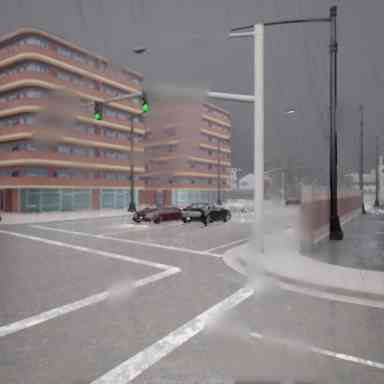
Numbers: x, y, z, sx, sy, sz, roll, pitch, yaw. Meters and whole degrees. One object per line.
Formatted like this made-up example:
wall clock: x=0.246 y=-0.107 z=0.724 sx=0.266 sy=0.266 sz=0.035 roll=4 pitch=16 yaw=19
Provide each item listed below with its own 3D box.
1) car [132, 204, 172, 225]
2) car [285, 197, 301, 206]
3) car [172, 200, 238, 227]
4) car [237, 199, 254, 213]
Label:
car: x=-2.456 y=1.575 z=24.547 sx=1.994 sy=1.385 sz=4.181 roll=0 pitch=0 yaw=32
car: x=17.371 y=1.561 z=56.521 sx=2.033 sy=1.411 sz=5.357 roll=0 pitch=0 yaw=32
car: x=1.041 y=1.503 z=23.361 sx=2.128 sy=1.511 sz=4.902 roll=0 pitch=0 yaw=32
car: x=5.599 y=1.538 z=37.587 sx=1.812 sy=1.442 sz=4.674 roll=0 pitch=0 yaw=31
